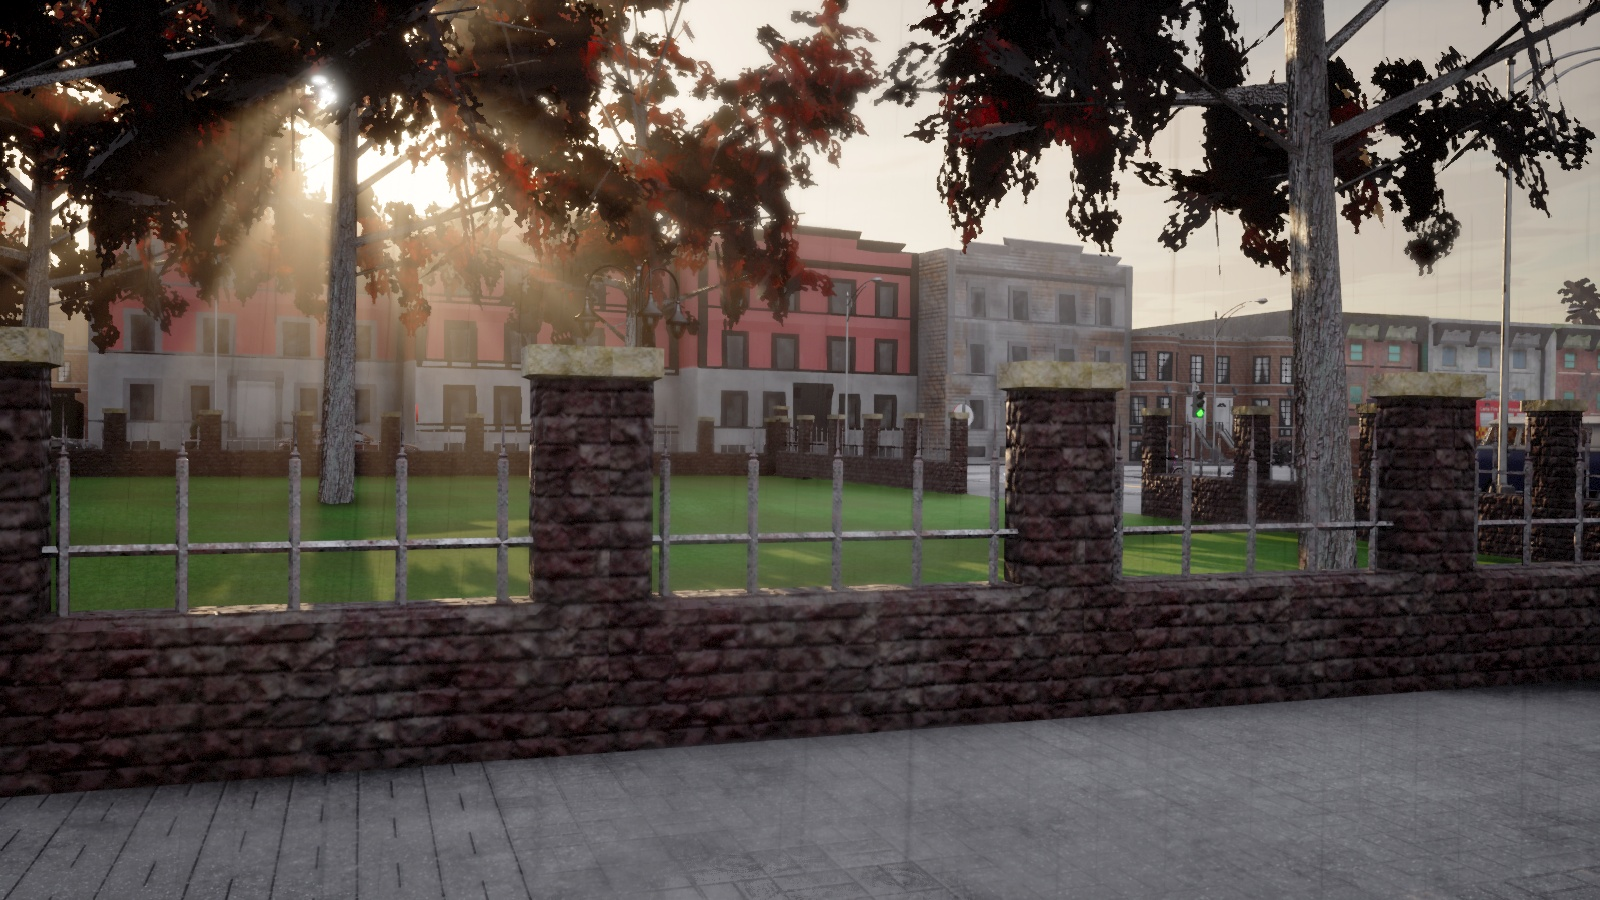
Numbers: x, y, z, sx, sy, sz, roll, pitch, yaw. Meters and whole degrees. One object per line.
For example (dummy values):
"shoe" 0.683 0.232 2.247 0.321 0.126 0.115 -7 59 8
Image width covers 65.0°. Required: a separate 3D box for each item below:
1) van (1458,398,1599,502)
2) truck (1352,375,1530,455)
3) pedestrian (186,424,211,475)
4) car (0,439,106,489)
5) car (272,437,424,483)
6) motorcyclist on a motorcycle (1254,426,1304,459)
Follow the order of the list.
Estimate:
"van" 15.680 -0.028 25.200 1.775 1.987 4.442 -1 1 -17
"truck" 32.092 -1.736 62.869 8.468 3.827 2.891 -1 1 -19
"pedestrian" -23.381 -0.034 48.822 0.788 1.949 0.423 -1 1 -14
"car" -24.440 0.434 38.888 4.892 1.490 1.837 -1 1 -19
"car" -15.118 0.301 42.160 4.674 1.442 1.812 -1 1 -19
"motorcyclist on a motorcycle" 22.729 -0.382 59.617 2.191 1.530 0.866 -1 1 -19
